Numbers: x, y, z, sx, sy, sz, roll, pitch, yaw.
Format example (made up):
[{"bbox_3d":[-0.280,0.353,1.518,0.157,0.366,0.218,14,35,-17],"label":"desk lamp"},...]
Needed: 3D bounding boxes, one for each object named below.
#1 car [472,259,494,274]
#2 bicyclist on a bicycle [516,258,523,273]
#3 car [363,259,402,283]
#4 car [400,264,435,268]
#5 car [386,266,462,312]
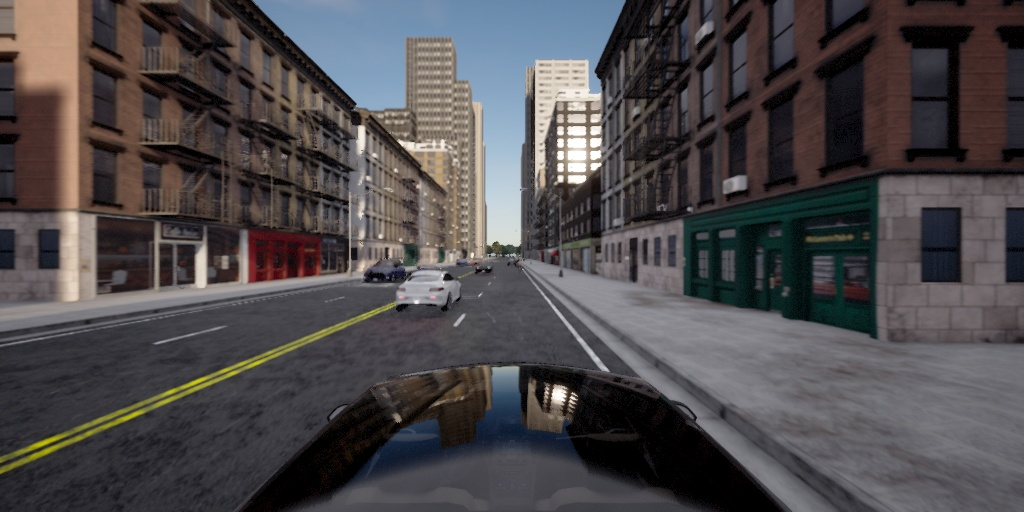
[{"bbox_3d":[-3.153,1.353,41.994,1.895,1.301,4.718,0,0,0],"label":"car"},{"bbox_3d":[0.888,1.189,40.073,0.866,1.612,1.509,0,0,0],"label":"bicyclist on a bicycle"},{"bbox_3d":[-9.846,1.102,28.091,2.097,1.767,4.553,0,0,0],"label":"car"},{"bbox_3d":[-6.600,1.351,27.013,1.895,1.301,4.718,0,0,0],"label":"car"},{"bbox_3d":[-3.152,1.275,14.164,1.812,1.442,4.674,0,0,0],"label":"car"}]
